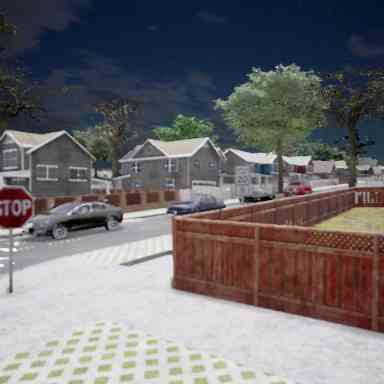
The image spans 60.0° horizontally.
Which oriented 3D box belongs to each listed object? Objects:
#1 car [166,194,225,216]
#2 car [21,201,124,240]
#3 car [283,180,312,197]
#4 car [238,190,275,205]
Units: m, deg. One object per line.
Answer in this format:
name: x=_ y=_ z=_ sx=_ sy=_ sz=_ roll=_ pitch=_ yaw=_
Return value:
car: x=0.424 y=0.884 z=23.994 sx=2.033 sy=1.411 sz=5.357 roll=0 pitch=2 yaw=35
car: x=-5.469 y=1.230 z=15.792 sx=2.128 sy=1.511 sz=4.902 roll=0 pitch=2 yaw=36
car: x=13.475 y=-0.424 z=42.031 sx=2.150 sy=2.045 sz=5.566 roll=0 pitch=2 yaw=37
car: x=6.257 y=0.503 z=32.097 sx=1.895 sy=1.301 sz=4.718 roll=0 pitch=2 yaw=36
